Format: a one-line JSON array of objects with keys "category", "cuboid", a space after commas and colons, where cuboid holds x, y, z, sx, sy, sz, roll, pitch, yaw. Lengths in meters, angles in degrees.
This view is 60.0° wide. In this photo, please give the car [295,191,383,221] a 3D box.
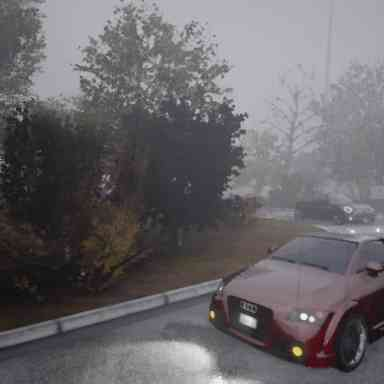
[{"category": "car", "cuboid": [7.895, 0.843, 18.725, 2.097, 1.767, 4.553, -1, 1, -21]}]

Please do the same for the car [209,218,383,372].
[{"category": "car", "cuboid": [2.286, 1.401, 5.480, 4.181, 1.385, 1.994, -2, 1, -38]}]
